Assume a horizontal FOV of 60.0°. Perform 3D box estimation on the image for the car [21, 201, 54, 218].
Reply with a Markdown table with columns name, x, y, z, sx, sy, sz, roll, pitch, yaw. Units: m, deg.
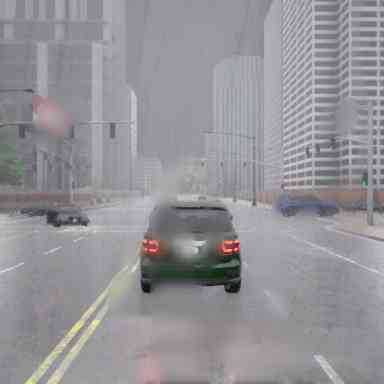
| name | x | y | z | sx | sy | sz | roll | pitch | yaw |
| --- | --- | --- | --- | --- | --- | --- | --- | --- | --- |
| car | -12.721 | 1.525 | 29.707 | 4.674 | 1.442 | 1.812 | 0 | 0 | -1 |

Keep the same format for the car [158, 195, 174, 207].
| name | x | y | z | sx | sy | sz | roll | pitch | yaw |
| --- | --- | --- | --- | --- | --- | --- | --- | --- | --- |
| car | -4.030 | 1.352 | 52.249 | 2.097 | 1.767 | 4.553 | 0 | 0 | 0 |

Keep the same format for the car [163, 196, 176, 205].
| name | x | y | z | sx | sy | sz | roll | pitch | yaw |
| --- | --- | --- | --- | --- | --- | --- | --- | --- | --- |
| car | -4.086 | 1.547 | 61.872 | 2.033 | 1.411 | 5.357 | 0 | 0 | 0 |

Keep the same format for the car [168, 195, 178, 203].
| name | x | y | z | sx | sy | sz | roll | pitch | yaw |
| --- | --- | --- | --- | --- | --- | --- | --- | --- | --- |
| car | -4.110 | 1.500 | 72.176 | 1.837 | 1.490 | 4.892 | 0 | 0 | 0 |

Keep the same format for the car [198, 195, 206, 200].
| name | x | y | z | sx | sy | sz | roll | pitch | yaw |
| --- | --- | --- | --- | --- | --- | --- | --- | --- | --- |
| car | 2.731 | 1.500 | 90.601 | 1.837 | 1.490 | 4.892 | 0 | 0 | 0 |

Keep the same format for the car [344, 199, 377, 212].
| name | x | y | z | sx | sy | sz | roll | pitch | yaw |
| --- | --- | --- | --- | --- | --- | --- | --- | --- | --- |
| car | 19.463 | 1.547 | 37.359 | 5.357 | 1.411 | 2.033 | 0 | 0 | -1 |

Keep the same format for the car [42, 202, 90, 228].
| name | x | y | z | sx | sy | sz | roll | pitch | yaw |
| --- | --- | --- | --- | --- | --- | --- | --- | --- | --- |
| car | -8.241 | 1.564 | 22.005 | 1.994 | 1.385 | 4.181 | 1 | 0 | -34 |

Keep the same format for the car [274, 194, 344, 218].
| name | x | y | z | sx | sy | sz | roll | pitch | yaw |
| --- | --- | --- | --- | --- | --- | --- | --- | --- | --- |
| car | 10.263 | 1.221 | 30.030 | 5.566 | 2.045 | 2.150 | 0 | 0 | -1 |

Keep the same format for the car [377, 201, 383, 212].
| name | x | y | z | sx | sy | sz | roll | pitch | yaw |
| --- | --- | --- | --- | --- | --- | --- | --- | --- | --- |
| car | 22.132 | 1.478 | 33.894 | 5.008 | 1.535 | 1.882 | 0 | 0 | -1 |

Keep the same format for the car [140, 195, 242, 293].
| name | x | y | z | sx | sy | sz | roll | pitch | yaw |
| --- | --- | --- | --- | --- | --- | --- | --- | --- | --- |
| car | -0.021 | 1.221 | 8.991 | 2.150 | 2.045 | 5.566 | 0 | 0 | 0 |
